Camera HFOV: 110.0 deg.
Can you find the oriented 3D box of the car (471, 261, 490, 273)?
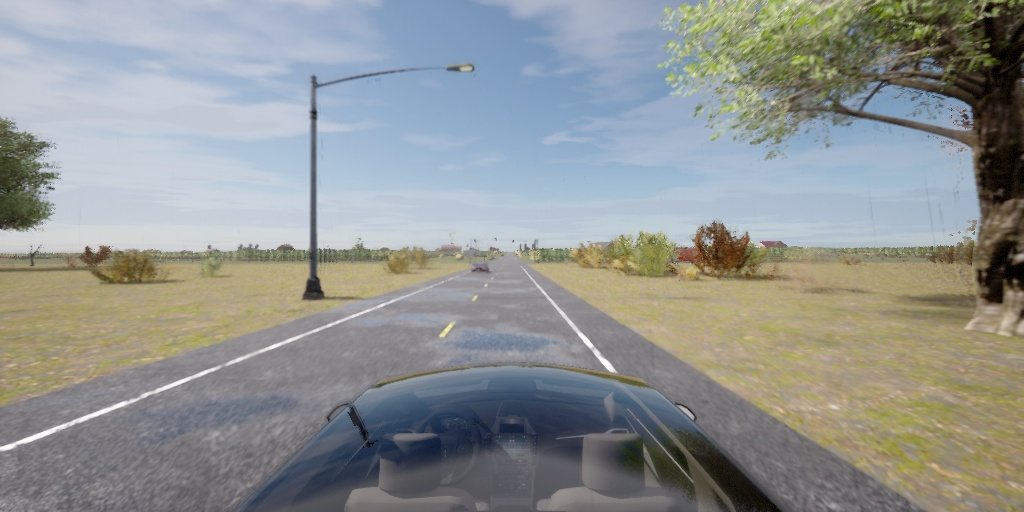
[{"bbox_3d":[-3.594,1.290,41.521,1.994,1.385,4.181,0,0,0],"label":"car"}]
